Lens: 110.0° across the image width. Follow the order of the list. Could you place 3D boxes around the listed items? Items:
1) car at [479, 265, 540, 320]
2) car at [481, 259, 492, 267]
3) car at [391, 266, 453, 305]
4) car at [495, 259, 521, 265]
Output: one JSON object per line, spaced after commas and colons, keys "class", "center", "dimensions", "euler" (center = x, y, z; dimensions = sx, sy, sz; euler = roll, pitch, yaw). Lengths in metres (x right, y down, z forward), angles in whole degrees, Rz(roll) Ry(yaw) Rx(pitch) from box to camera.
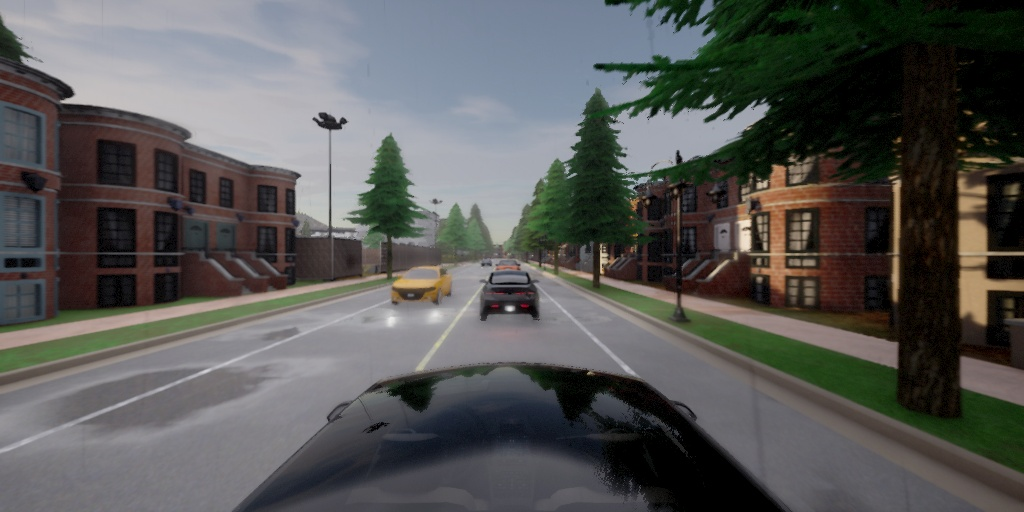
{"class": "car", "center": [-0.090, 1.240, 12.599], "dimensions": [1.837, 1.490, 4.892], "euler": [0, 0, -1]}
{"class": "car", "center": [-4.421, 1.207, 63.229], "dimensions": [2.033, 1.411, 5.357], "euler": [0, 0, -1]}
{"class": "car", "center": [-3.834, 1.202, 15.965], "dimensions": [1.882, 1.535, 5.008], "euler": [0, 0, -1]}
{"class": "car", "center": [-0.335, 1.063, 29.862], "dimensions": [2.097, 1.767, 4.553], "euler": [0, 0, -1]}
